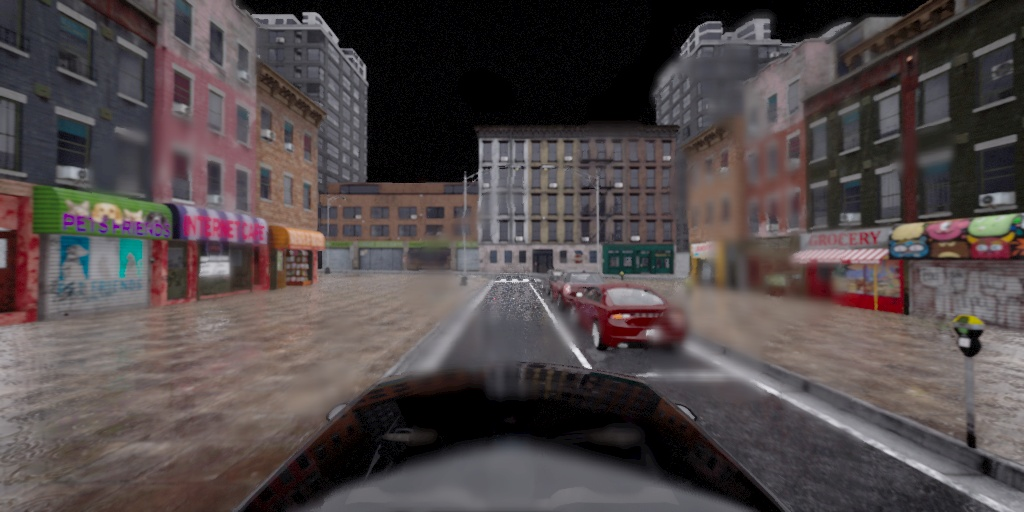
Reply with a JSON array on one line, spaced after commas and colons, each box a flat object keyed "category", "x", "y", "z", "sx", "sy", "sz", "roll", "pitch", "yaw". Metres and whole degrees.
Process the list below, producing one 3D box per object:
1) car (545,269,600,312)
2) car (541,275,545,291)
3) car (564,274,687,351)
[{"category": "car", "x": 2.639, "y": 1.249, "z": 14.474, "sx": 1.967, "sy": 1.591, "sz": 4.097, "roll": 0, "pitch": 0, "yaw": 0}, {"category": "car", "x": 2.639, "y": 1.386, "z": 19.977, "sx": 2.007, "sy": 1.370, "sz": 4.403, "roll": 0, "pitch": 0, "yaw": 0}, {"category": "car", "x": 2.639, "y": 1.328, "z": 8.970, "sx": 1.888, "sy": 1.381, "sz": 4.507, "roll": 0, "pitch": 0, "yaw": 0}]
